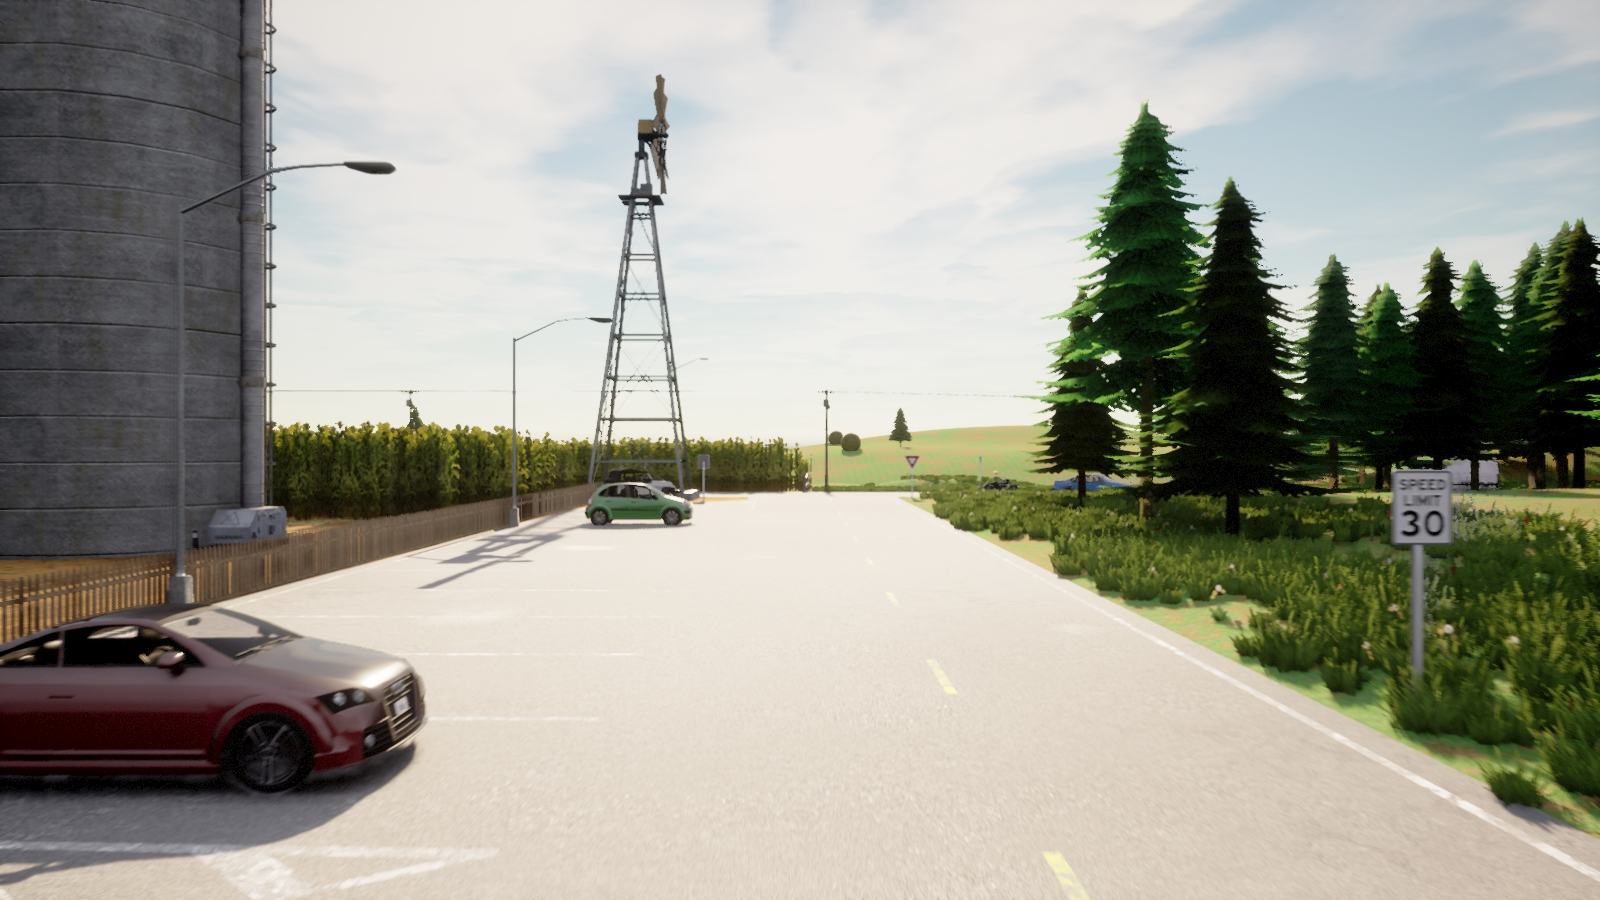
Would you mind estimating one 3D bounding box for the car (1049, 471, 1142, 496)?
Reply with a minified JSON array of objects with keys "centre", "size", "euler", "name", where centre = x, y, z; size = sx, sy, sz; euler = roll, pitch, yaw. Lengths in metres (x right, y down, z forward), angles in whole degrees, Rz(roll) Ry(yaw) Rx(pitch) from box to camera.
[{"centre":[18.834,2.106,72.862],"size":[5.357,1.411,2.033],"euler":[0,0,38],"name":"car"}]
